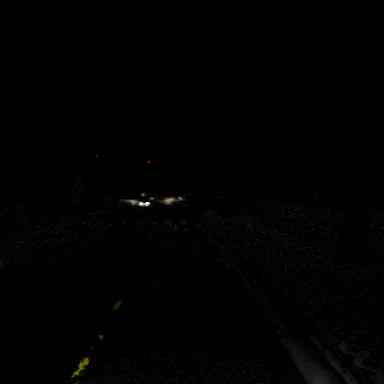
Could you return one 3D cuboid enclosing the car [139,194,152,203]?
[{"bbox_3d":[-9.925,1.459,69.810,2.128,1.511,4.902,0,0,-8],"label":"car"}]
